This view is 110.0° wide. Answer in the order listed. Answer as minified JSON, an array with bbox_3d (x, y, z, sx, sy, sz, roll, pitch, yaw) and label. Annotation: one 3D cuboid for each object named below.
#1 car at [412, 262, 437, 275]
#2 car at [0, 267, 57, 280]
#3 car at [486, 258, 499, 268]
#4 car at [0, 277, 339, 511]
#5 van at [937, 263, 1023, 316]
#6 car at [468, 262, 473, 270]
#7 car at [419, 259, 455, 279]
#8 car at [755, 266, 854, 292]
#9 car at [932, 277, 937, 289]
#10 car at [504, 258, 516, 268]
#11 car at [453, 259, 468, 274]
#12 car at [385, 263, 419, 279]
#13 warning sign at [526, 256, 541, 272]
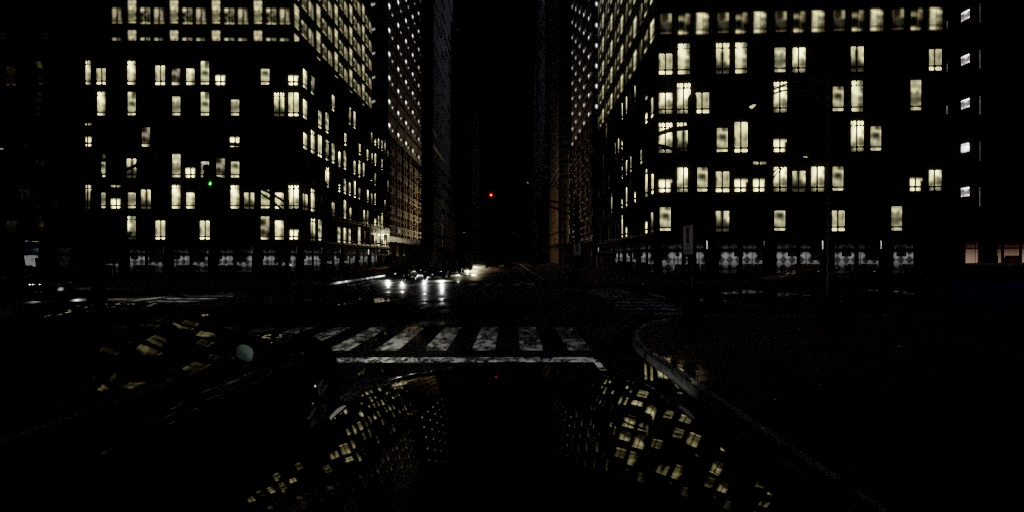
[{"bbox_3d":[-10.101,1.360,41.707,1.994,1.385,4.181,0,0,0],"label":"car"},{"bbox_3d":[-23.089,1.249,16.389,4.902,1.511,2.128,0,0,0],"label":"car"},{"bbox_3d":[-3.545,1.213,63.651,2.097,1.767,4.553,0,0,-1],"label":"car"},{"bbox_3d":[-3.155,1.102,2.560,2.097,1.767,4.553,0,0,0],"label":"car"},{"bbox_3d":[18.288,1.119,12.779,3.998,1.789,1.690,0,0,2],"label":"van"},{"bbox_3d":[-6.917,1.389,52.807,1.994,1.385,4.181,0,0,0],"label":"car"},{"bbox_3d":[-6.800,1.305,32.955,1.812,1.442,4.674,0,0,0],"label":"car"},{"bbox_3d":[16.964,1.293,20.942,4.829,1.417,1.751,0,0,2],"label":"car"},{"bbox_3d":[26.802,1.357,20.522,4.207,1.307,1.802,0,0,2],"label":"car"},{"bbox_3d":[-0.401,1.425,63.832,1.994,1.385,4.181,0,0,0],"label":"car"},{"bbox_3d":[-6.864,1.276,42.828,1.882,1.535,5.008,0,0,0],"label":"car"},{"bbox_3d":[-10.051,1.343,32.798,1.994,1.385,4.181,0,0,0],"label":"car"},{"bbox_3d":[2.598,0.909,40.836,1.300,1.860,1.060,0,0,0],"label":"warning sign"}]
